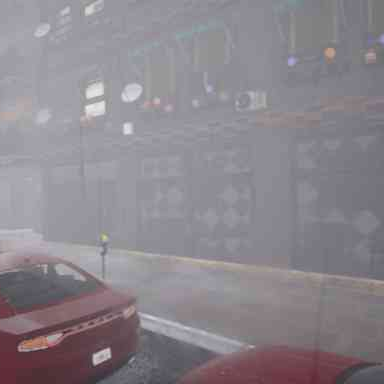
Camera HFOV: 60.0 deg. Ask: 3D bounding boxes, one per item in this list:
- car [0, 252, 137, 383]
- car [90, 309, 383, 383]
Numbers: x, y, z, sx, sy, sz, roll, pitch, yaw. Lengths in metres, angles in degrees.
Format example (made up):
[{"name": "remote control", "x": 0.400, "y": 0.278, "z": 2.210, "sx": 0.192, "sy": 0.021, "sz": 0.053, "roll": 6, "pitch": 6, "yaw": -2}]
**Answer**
[{"name": "car", "x": -2.733, "y": 1.527, "z": 4.684, "sx": 4.507, "sy": 1.381, "sz": 1.887, "roll": 0, "pitch": -1, "yaw": 35}, {"name": "car", "x": 1.774, "y": 1.548, "z": 1.480, "sx": 4.507, "sy": 1.381, "sz": 1.887, "roll": 0, "pitch": -1, "yaw": 35}]
